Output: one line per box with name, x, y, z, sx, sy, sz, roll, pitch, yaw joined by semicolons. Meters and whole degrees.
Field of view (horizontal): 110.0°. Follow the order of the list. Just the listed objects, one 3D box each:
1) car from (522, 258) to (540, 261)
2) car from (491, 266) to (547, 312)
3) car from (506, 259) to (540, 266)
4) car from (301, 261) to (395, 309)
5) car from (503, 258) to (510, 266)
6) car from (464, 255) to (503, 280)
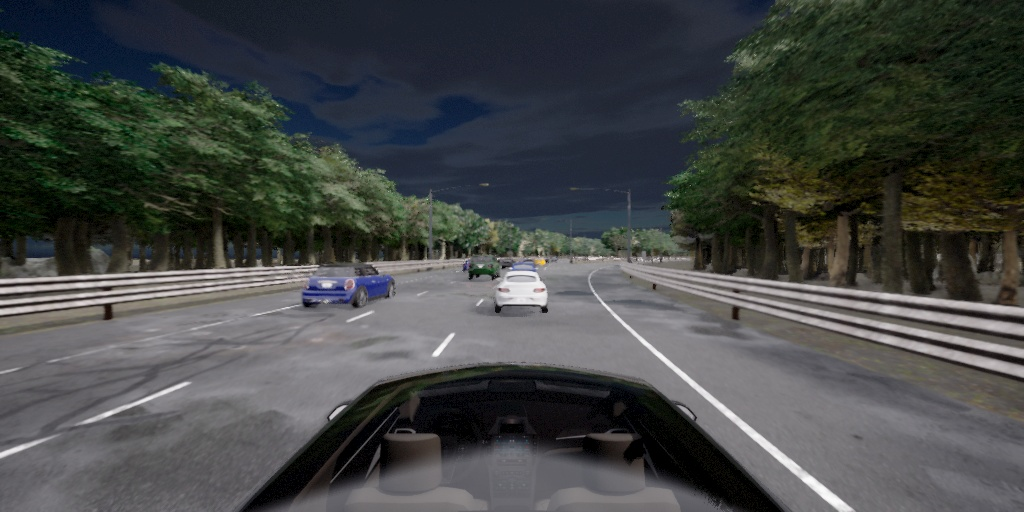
car;1.920;1.222;41.237;1.837;1.490;4.892;0;0;5
car;0.366;1.279;14.040;1.812;1.442;4.674;0;0;1
car;0.817;1.224;25.524;1.882;1.535;5.008;0;0;3
car;-6.543;1.077;14.925;2.097;1.767;4.553;1;0;2
car;-0.473;1.181;51.381;1.837;1.490;4.892;0;1;6
car;-2.288;0.946;30.721;2.150;2.045;5.566;0;0;4
